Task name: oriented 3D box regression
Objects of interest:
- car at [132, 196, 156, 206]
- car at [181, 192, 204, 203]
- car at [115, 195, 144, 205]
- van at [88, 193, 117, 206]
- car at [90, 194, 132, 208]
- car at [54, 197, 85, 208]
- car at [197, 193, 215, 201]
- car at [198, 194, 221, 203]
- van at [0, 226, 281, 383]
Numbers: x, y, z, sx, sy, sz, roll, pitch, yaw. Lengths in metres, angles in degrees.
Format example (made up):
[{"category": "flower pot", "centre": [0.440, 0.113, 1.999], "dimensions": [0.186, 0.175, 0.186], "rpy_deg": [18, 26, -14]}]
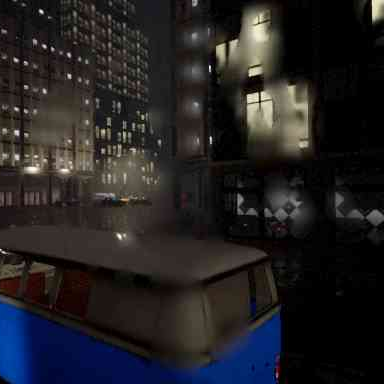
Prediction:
[{"category": "car", "centre": [-6.753, 1.230, 45.582], "dimensions": [2.008, 1.369, 4.403], "rpy_deg": [0, 0, 36]}, {"category": "car", "centre": [-0.094, 0.909, 54.680], "dimensions": [2.192, 1.841, 5.009], "rpy_deg": [0, 0, 36]}, {"category": "car", "centre": [-10.306, 1.278, 54.914], "dimensions": [1.752, 1.417, 4.829], "rpy_deg": [0, 0, 36]}, {"category": "van", "centre": [-13.539, 1.136, 50.500], "dimensions": [1.690, 1.788, 3.998], "rpy_deg": [0, 0, 36]}, {"category": "car", "centre": [-10.083, 1.267, 41.033], "dimensions": [1.887, 1.381, 4.507], "rpy_deg": [0, 0, 36]}, {"category": "car", "centre": [-16.868, 1.403, 45.949], "dimensions": [1.947, 1.339, 4.313], "rpy_deg": [0, 0, 36]}, {"category": "car", "centre": [3.121, 1.016, 73.256], "dimensions": [1.967, 1.590, 4.097], "rpy_deg": [0, 0, 36]}, {"category": "car", "centre": [3.238, 1.101, 59.230], "dimensions": [2.008, 1.369, 4.403], "rpy_deg": [0, 0, 36]}, {"category": "van", "centre": [-1.051, 1.342, 3.640], "dimensions": [3.998, 1.788, 1.690], "rpy_deg": [0, -1, 36]}]
